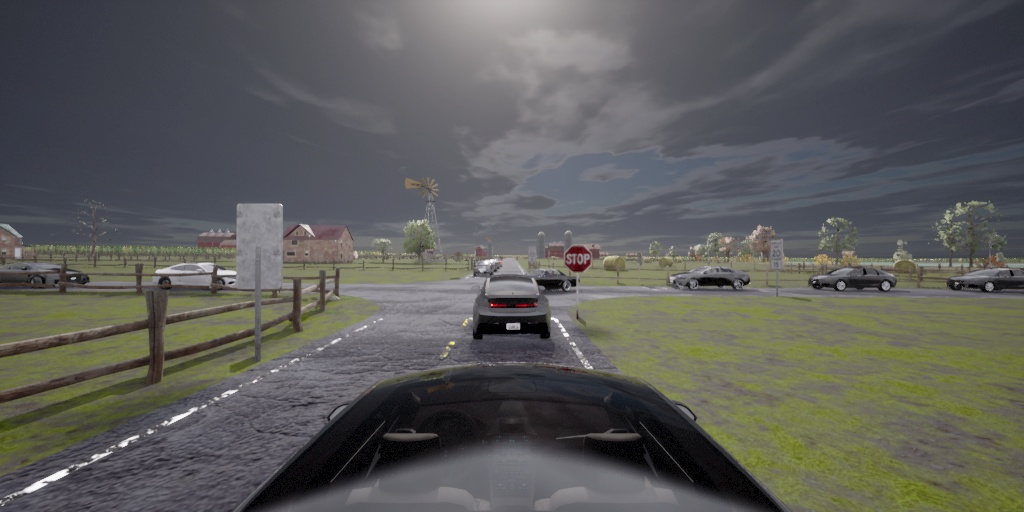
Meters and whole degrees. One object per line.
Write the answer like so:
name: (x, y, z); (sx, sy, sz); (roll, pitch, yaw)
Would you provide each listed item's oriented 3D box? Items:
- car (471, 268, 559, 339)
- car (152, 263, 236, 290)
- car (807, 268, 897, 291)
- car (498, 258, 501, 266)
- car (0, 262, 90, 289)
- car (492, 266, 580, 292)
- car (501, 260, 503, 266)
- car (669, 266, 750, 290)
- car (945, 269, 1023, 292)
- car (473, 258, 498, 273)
car: (-0.075, 1.256, 10.062); (1.837, 1.490, 4.892); (0, 0, -2)
car: (-17.244, 1.103, 20.018); (4.674, 1.442, 1.812); (1, -1, -1)
car: (22.199, 1.498, 23.508); (4.892, 1.490, 1.837); (1, -1, -1)
car: (-2.854, 1.239, 46.194); (2.128, 1.511, 4.902); (0, 0, 0)
car: (-26.364, 1.047, 19.895); (4.181, 1.385, 1.994); (1, -1, -1)
car: (1.499, 1.368, 20.108); (4.718, 1.301, 1.895); (1, 0, -35)
car: (-2.823, 1.237, 55.736); (2.128, 1.511, 4.902); (0, 0, 0)
car: (12.797, 1.395, 23.337); (4.902, 1.511, 2.128); (1, -1, -2)
car: (31.702, 1.585, 23.630); (4.892, 1.490, 1.837); (1, -1, -1)
car: (-2.860, 1.241, 36.748); (2.128, 1.511, 4.902); (0, 0, 0)
